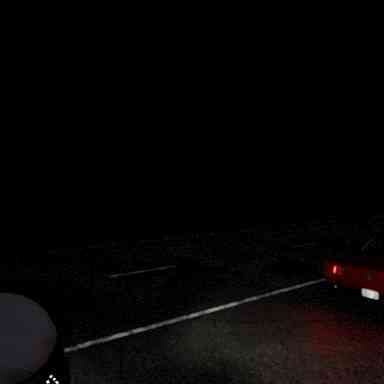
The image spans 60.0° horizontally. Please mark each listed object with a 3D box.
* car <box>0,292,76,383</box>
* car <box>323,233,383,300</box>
[{"bbox_3d":[-3.366,1.207,1.352,5.566,2.045,2.150,1,-1,-35],"label":"car"},{"bbox_3d":[5.056,1.546,7.327,4.718,1.301,1.895,-1,0,-35],"label":"car"}]
